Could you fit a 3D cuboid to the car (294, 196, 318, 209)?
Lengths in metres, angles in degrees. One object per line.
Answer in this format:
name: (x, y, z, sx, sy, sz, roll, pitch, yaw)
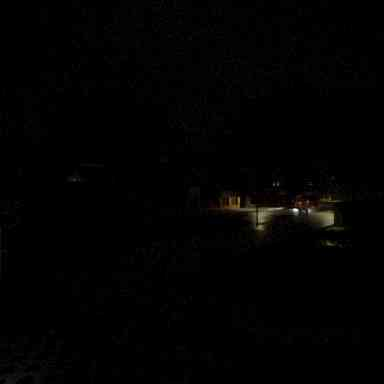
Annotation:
car: (15.695, 1.317, 45.708, 2.097, 1.767, 4.553, 0, 0, 36)
